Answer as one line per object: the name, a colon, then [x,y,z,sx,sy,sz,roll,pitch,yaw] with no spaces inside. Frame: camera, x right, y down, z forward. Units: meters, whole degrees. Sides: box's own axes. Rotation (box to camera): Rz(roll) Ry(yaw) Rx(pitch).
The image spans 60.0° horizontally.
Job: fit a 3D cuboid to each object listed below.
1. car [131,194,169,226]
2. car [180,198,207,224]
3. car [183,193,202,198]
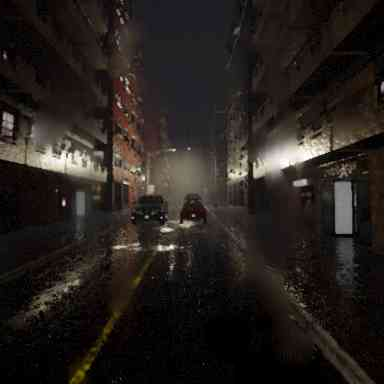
car: [-2.845,1.207,23.732,2.150,2.045,5.566,0,0,0]
car: [0.097,1.462,24.986,1.882,1.535,5.008,0,0,0]
car: [0.097,1.185,40.885,2.150,2.045,5.566,0,0,0]
